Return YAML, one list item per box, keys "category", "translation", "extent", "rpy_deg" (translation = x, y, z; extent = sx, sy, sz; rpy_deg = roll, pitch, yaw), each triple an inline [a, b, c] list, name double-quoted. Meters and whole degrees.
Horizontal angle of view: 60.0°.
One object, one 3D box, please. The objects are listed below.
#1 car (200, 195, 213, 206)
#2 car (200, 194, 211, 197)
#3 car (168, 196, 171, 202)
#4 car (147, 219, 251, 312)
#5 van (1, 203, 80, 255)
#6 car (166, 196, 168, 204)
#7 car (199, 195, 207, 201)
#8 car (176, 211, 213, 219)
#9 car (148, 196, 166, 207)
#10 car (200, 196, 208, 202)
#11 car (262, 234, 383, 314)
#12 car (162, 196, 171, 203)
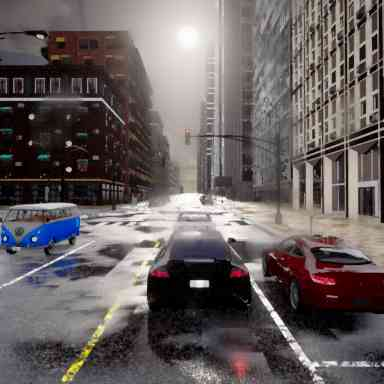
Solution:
- category: "car"
  translation: [2.754, 1.596, 56.589]
  extent: [1.802, 1.307, 4.206]
  rpy_deg: [1, 0, 0]
- category: "car"
  translation: [2.764, 1.330, 62.244]
  extent: [2.192, 1.841, 5.009]
  rpy_deg: [1, 0, 0]
- category: "car"
  translation: [-5.620, 1.580, 62.249]
  extent: [1.947, 1.339, 4.313]
  rpy_deg: [1, 0, 0]
- category: "car"
  translation: [0.112, 1.566, 7.797]
  extent: [1.994, 1.385, 4.181]
  rpy_deg: [0, 0, -1]
- category: "van"
  translation: [-5.750, 1.345, 13.024]
  extent: [1.690, 1.788, 3.998]
  rpy_deg: [1, 0, 0]
- category: "car"
  translation: [-5.625, 1.564, 56.594]
  extent: [2.008, 1.369, 4.403]
  rpy_deg: [1, 0, 0]
- category: "car"
  translation: [2.781, 1.569, 84.862]
  extent: [2.008, 1.369, 4.403]
  rpy_deg: [1, 0, 0]
- category: "car"
  translation: [0.111, 1.606, 16.614]
  extent: [1.895, 1.301, 4.718]
  rpy_deg: [0, 0, 0]
- category: "car"
  translation: [-5.631, 1.563, 50.940]
  extent: [2.008, 1.369, 4.403]
  rpy_deg: [1, 0, 0]
- category: "car"
  translation: [2.775, 1.599, 79.208]
  extent: [1.802, 1.307, 4.206]
  rpy_deg: [1, 0, 0]
- category: "car"
  translation: [2.708, 1.584, 7.332]
  extent: [1.802, 1.307, 4.206]
  rpy_deg: [1, 0, 0]
- category: "car"
  translation: [-5.610, 1.598, 73.558]
  extent: [1.802, 1.307, 4.206]
  rpy_deg: [1, 0, 0]
